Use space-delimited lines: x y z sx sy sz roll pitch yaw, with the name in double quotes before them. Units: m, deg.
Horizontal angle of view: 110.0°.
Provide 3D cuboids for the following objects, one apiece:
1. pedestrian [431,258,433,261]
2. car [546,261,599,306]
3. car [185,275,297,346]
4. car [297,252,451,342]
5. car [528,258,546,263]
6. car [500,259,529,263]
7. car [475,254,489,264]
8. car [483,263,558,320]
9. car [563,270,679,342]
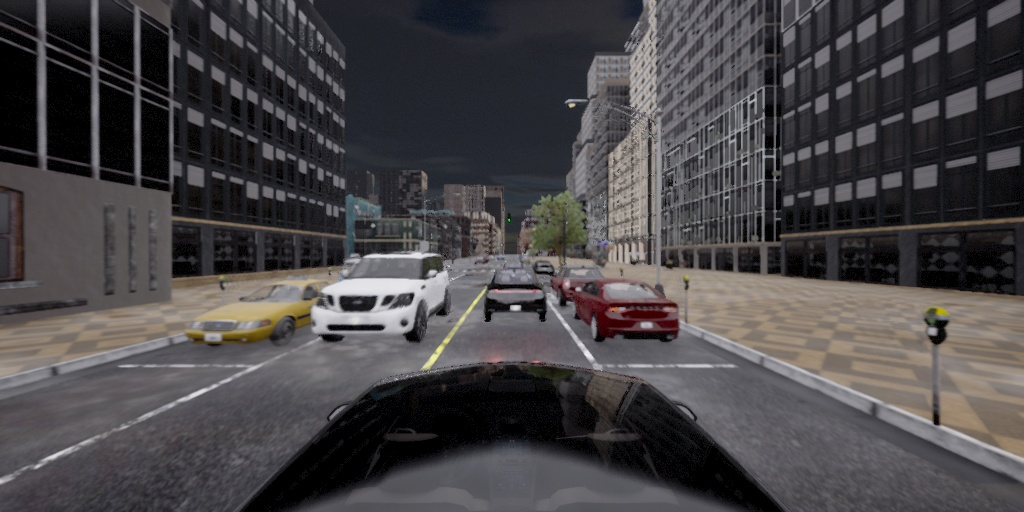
"pedestrian" -12.750 0.311 56.034 0.375 1.860 0.375 0 0 -1
"car" 2.691 1.074 14.948 1.967 1.591 4.097 0 0 0
"car" -5.690 1.208 9.239 1.751 1.417 4.829 0 0 0
"car" -3.101 0.900 9.846 2.150 2.045 5.566 0 1 0
"car" 2.691 1.054 31.566 1.948 1.339 4.313 0 0 0
"car" 0.100 1.116 28.530 1.895 1.301 4.718 0 0 0
"car" -5.690 0.786 64.040 1.802 1.307 4.207 0 0 0
"car" 0.097 1.152 12.056 2.128 1.511 4.902 0 1 0
"car" 2.690 1.228 9.409 1.888 1.381 4.507 0 0 0
